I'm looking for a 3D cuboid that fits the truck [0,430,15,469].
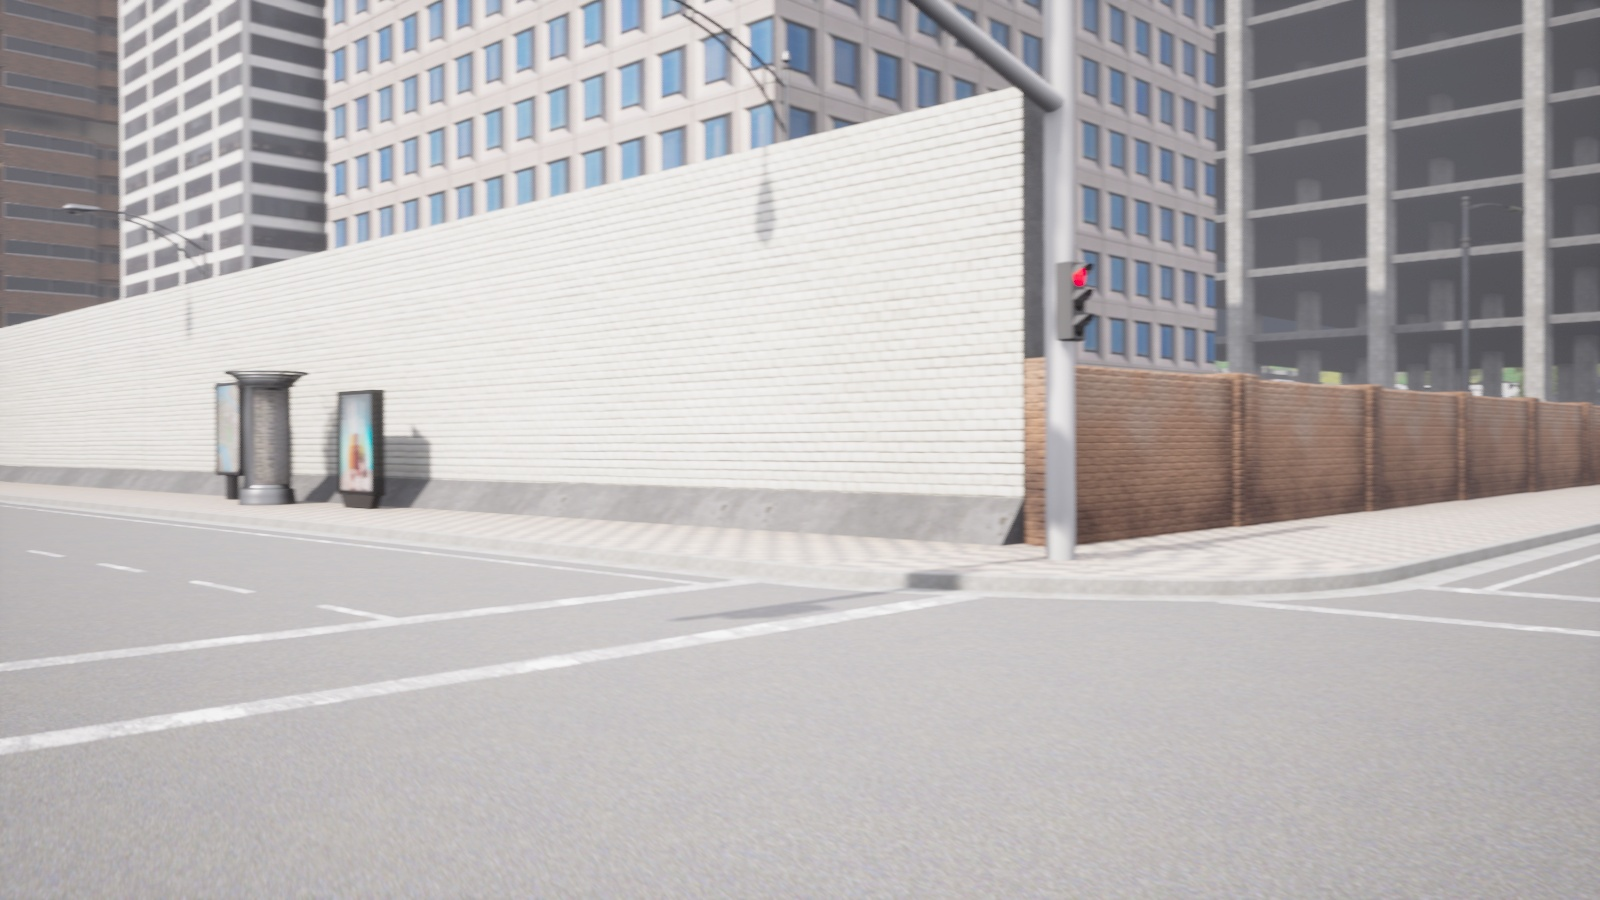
[{"bbox_3d":[-52.873,0.001,79.193,2.627,2.467,5.204,0,0,44],"label":"truck"}]
